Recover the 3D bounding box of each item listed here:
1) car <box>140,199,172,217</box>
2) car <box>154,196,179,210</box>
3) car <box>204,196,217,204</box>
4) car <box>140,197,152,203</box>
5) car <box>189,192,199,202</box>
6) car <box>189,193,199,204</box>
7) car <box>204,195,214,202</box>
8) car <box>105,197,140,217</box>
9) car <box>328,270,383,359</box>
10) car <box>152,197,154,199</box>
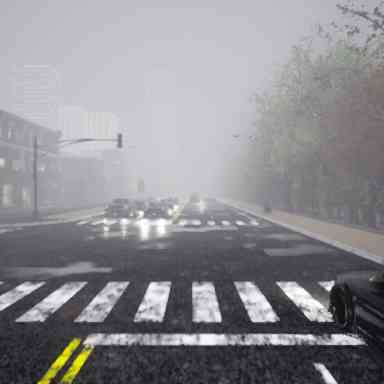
[{"bbox_3d":[-3.194,1.559,30.510,1.895,1.301,4.718,0,0,0],"label":"car"},{"bbox_3d":[-3.129,1.491,41.417,2.033,1.411,5.357,0,0,1],"label":"car"},{"bbox_3d":[3.679,1.412,61.954,2.128,1.511,4.902,0,0,0],"label":"car"},{"bbox_3d":[-6.389,1.506,40.454,1.994,1.385,4.181,0,0,0],"label":"car"},{"bbox_3d":[0.385,1.127,72.518,2.150,2.045,5.566,0,0,0],"label":"car"},{"bbox_3d":[0.421,1.422,62.451,1.837,1.490,4.892,0,0,0],"label":"car"},{"bbox_3d":[3.631,1.458,72.045,1.994,1.385,4.181,0,0,0],"label":"car"},{"bbox_3d":[-6.465,1.308,30.487,2.097,1.767,4.553,0,0,1],"label":"car"},{"bbox_3d":[3.366,1.562,4.140,1.994,1.385,4.181,0,0,0],"label":"car"},{"bbox_3d":[-6.303,1.474,51.940,2.033,1.411,5.357,0,0,1],"label":"car"}]
